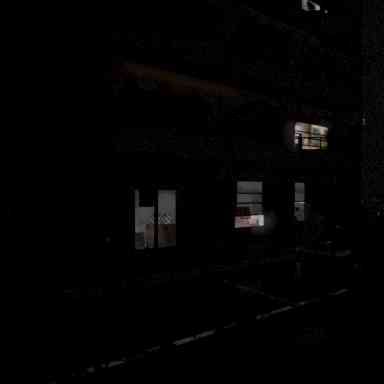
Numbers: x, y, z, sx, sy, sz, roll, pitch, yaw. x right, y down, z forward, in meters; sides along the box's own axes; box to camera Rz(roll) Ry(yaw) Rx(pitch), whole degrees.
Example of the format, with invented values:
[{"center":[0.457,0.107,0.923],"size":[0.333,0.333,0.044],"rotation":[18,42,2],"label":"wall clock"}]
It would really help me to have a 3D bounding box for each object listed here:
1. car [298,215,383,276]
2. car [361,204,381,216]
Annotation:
[{"center":[5.071,1.582,10.257],"size":[4.206,1.307,1.802],"rotation":[0,0,-36],"label":"car"},{"center":[16.065,1.803,33.189],"size":[2.128,1.511,4.902],"rotation":[0,-1,-36],"label":"car"}]
